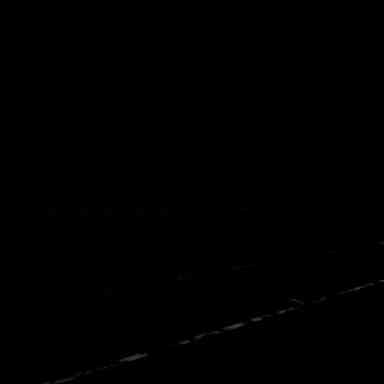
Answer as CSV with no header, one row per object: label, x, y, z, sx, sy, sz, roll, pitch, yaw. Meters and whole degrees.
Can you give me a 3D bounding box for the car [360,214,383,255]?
car,8.413,1.400,12.557,5.009,1.841,2.192,0,0,-35
